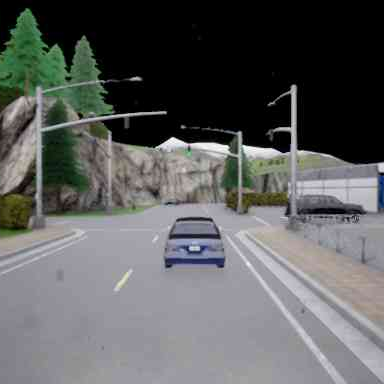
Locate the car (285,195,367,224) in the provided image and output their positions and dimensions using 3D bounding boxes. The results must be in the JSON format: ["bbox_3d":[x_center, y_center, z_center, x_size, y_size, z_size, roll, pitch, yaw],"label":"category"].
[{"bbox_3d":[9.751,1.214,24.593,5.566,2.045,2.150,0,0,7],"label":"car"}]

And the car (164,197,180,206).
[{"bbox_3d":[-3.169,1.548,52.821,1.994,1.385,4.181,0,0,8],"label":"car"}]

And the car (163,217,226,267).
[{"bbox_3d":[0.084,1.544,11.335,2.033,1.411,5.357,0,0,0],"label":"car"}]
